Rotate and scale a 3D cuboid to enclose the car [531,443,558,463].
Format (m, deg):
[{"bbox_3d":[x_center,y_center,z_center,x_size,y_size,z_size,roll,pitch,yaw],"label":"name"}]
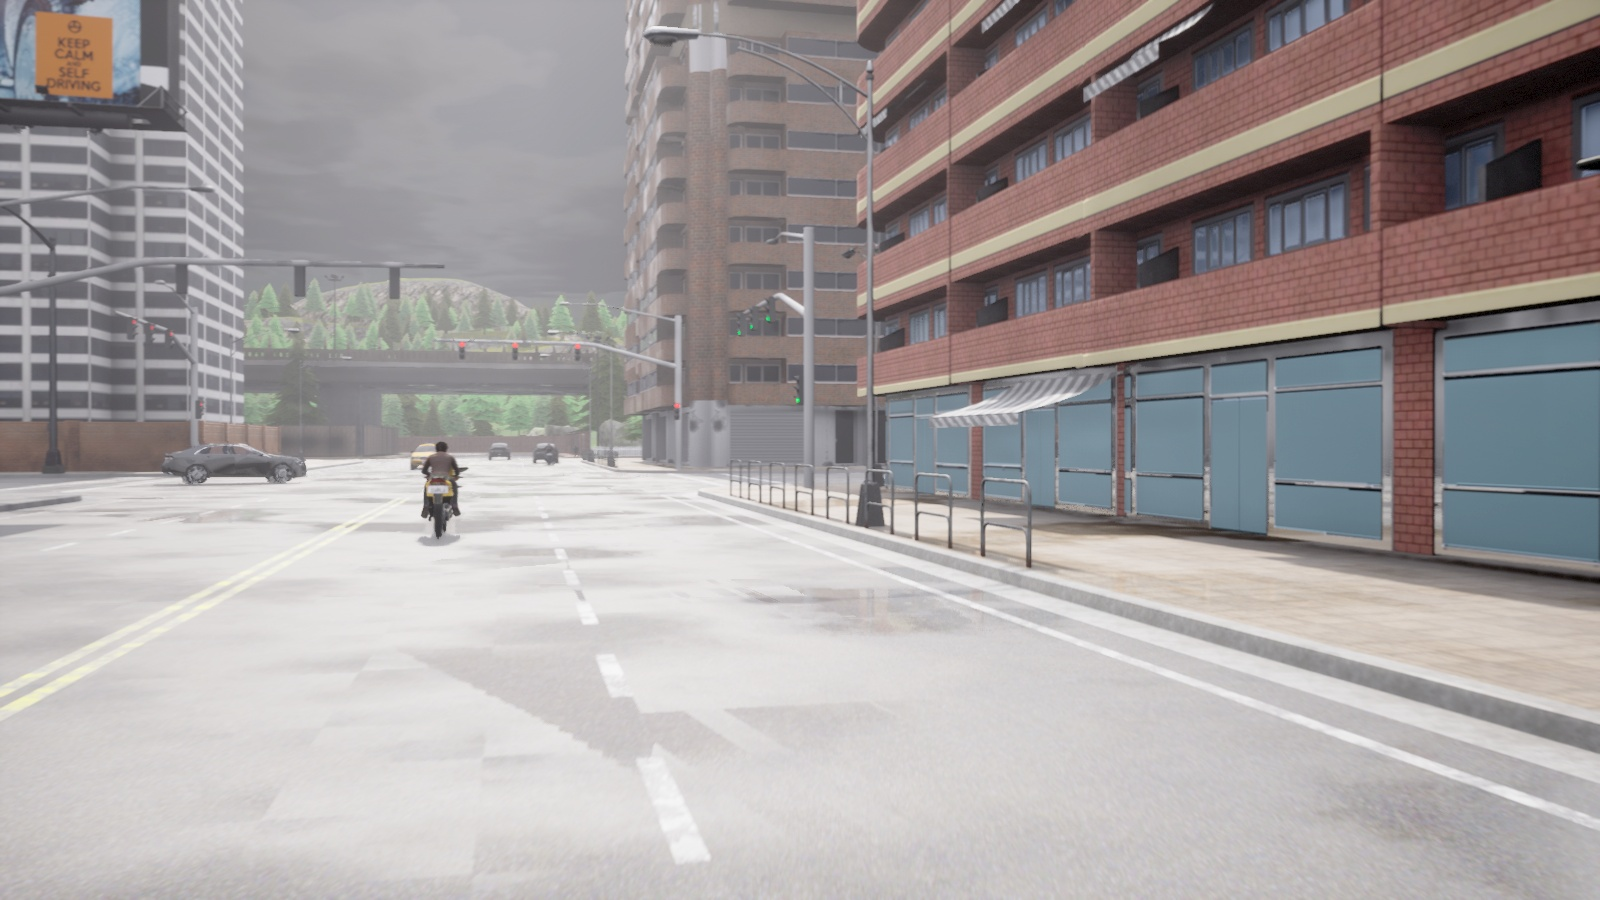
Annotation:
[{"bbox_3d":[-19.075,0.202,93.725,1.837,1.490,4.892,0,0,-13],"label":"car"}]

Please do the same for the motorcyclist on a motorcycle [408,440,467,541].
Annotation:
[{"bbox_3d":[-5.784,0.609,20.108,0.797,1.523,2.044,0,0,-13],"label":"motorcyclist on a motorcycle"}]

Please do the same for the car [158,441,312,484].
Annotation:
[{"bbox_3d":[-20.771,0.422,46.194,4.902,1.511,2.128,0,0,-33],"label":"car"}]

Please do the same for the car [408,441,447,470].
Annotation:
[{"bbox_3d":[-21.125,0.261,71.341,1.801,1.575,5.366,0,0,-13],"label":"car"}]
